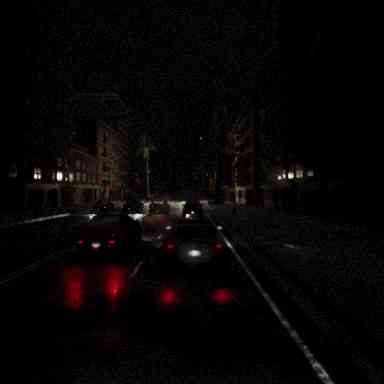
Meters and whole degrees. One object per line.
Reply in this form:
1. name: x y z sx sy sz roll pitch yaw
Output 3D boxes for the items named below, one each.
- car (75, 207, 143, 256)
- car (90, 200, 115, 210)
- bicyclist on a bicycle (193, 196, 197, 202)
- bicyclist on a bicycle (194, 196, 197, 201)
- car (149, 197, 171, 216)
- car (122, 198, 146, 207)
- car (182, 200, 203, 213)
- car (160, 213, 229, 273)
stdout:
1. car: -3.170 1.567 13.272 1.812 1.442 4.674 0 0 0
2. car: -9.889 1.621 37.188 1.812 1.442 4.674 0 0 0
3. bicyclist on a bicycle: 0.787 1.774 82.960 0.866 1.612 1.509 0 0 0
4. bicyclist on a bicycle: 0.803 1.723 73.962 0.582 1.620 1.656 0 -1 0
5. car: -3.193 1.579 33.260 2.128 1.511 4.902 0 0 0
6. car: -6.640 1.601 37.483 1.837 1.490 4.892 0 0 0
7. car: 0.057 1.592 32.838 1.837 1.490 4.892 0 0 0
8. car: 0.072 1.600 10.842 1.994 1.385 4.181 0 0 0
